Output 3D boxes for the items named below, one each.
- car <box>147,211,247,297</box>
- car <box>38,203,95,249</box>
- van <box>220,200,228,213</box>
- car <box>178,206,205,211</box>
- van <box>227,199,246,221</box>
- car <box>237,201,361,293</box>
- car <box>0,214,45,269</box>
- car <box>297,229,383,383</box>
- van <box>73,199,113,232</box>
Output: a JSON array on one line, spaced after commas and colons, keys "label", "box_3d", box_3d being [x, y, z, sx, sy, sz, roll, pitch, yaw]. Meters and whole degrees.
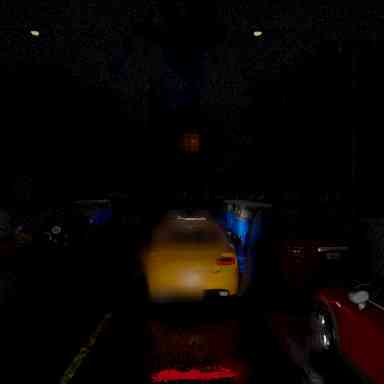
[{"label": "car", "box_3d": [0.039, 1.478, 8.635, 1.882, 1.535, 5.008, 0, 0, 0]}, {"label": "car", "box_3d": [-5.836, 1.441, 14.200, 1.967, 1.590, 4.097, 0, 0, 0]}, {"label": "van", "box_3d": [2.660, 1.343, 19.683, 1.690, 1.788, 3.998, 0, 0, 0]}, {"label": "car", "box_3d": [-0.048, 1.493, 18.137, 2.128, 1.511, 4.902, 0, 0, 0]}, {"label": "van", "box_3d": [2.688, 1.342, 14.245, 1.690, 1.788, 3.998, 0, 0, 0]}, {"label": "car", "box_3d": [2.717, 1.315, 8.808, 2.192, 1.841, 5.009, 0, 0, 0]}, {"label": "car", "box_3d": [-5.807, 1.526, 8.593, 1.752, 1.417, 4.829, 0, 0, 0]}, {"label": "car", "box_3d": [2.746, 1.440, 3.370, 1.967, 1.590, 4.097, 0, 0, 0]}, {"label": "van", "box_3d": [-5.865, 1.343, 19.638, 1.690, 1.788, 3.998, 0, 0, 0]}]
